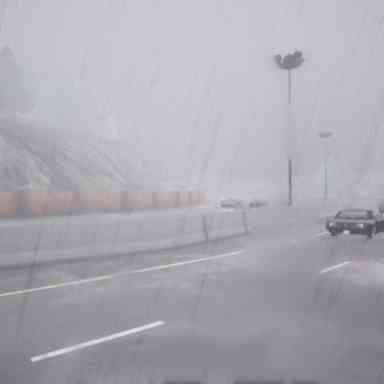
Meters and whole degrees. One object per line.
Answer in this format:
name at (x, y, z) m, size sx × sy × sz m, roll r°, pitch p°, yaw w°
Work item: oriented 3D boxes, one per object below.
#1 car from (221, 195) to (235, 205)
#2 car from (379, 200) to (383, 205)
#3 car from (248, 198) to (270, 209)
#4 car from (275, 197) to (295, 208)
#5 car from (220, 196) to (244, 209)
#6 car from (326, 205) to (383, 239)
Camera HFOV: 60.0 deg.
car at (6.288, 1.350, 57.593) m, size 1.882 × 1.535 × 5.008 m, roll 0°, pitch 0°, yaw 14°
car at (18.787, 1.381, 31.484) m, size 1.994 × 1.385 × 4.181 m, roll 0°, pitch 0°, yaw 30°
car at (8.589, 1.478, 42.554) m, size 1.895 × 1.301 × 4.718 m, roll 0°, pitch 0°, yaw 24°
car at (11.239, 1.366, 40.079) m, size 1.837 × 1.490 × 4.892 m, roll 0°, pitch 0°, yaw 24°
car at (5.417, 1.446, 43.999) m, size 2.033 × 1.411 × 5.357 m, roll 0°, pitch 0°, yaw 24°
car at (8.481, 1.516, 16.741) m, size 1.895 × 1.301 × 4.718 m, roll 0°, pitch 0°, yaw 42°
